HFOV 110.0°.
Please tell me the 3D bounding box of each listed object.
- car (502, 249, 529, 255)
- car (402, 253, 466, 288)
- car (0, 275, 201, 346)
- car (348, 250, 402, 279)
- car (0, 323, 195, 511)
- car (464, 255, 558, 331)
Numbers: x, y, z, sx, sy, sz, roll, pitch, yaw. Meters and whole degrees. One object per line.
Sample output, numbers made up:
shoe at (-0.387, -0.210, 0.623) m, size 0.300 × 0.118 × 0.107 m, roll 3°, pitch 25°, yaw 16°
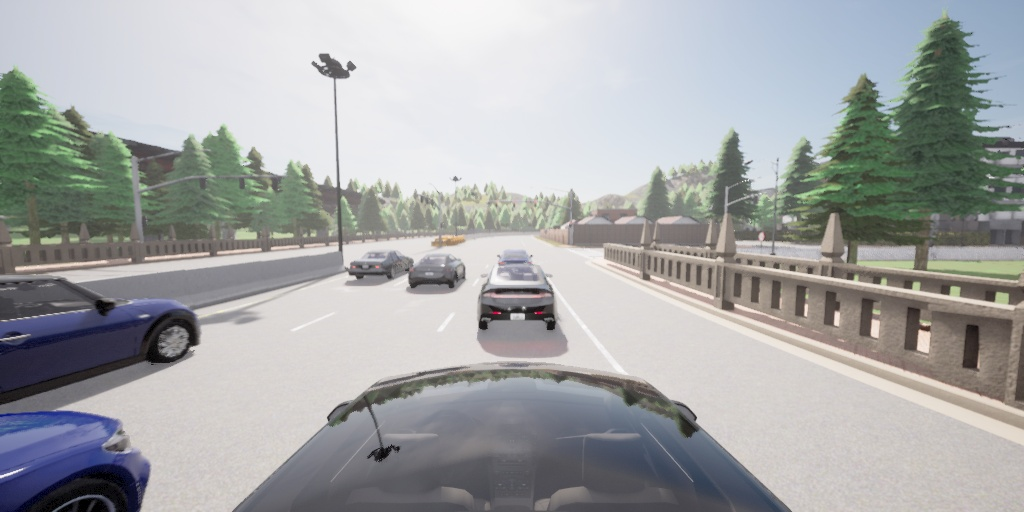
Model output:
car at (0.165, 0.362, 18.905) m, size 1.812 × 1.442 × 4.674 m, roll 0°, pitch 4°, yaw 0°
car at (-3.347, 0.565, 16.635) m, size 1.994 × 1.385 × 4.181 m, roll 0°, pitch 4°, yaw 1°
car at (-6.891, 1.023, 4.799) m, size 2.097 × 1.767 × 4.553 m, roll 0°, pitch 2°, yaw 0°
car at (-6.832, 0.359, 19.250) m, size 2.033 × 1.411 × 5.357 m, roll 0°, pitch 4°, yaw 0°
car at (-3.415, 1.294, 0.465) m, size 1.812 × 1.442 × 4.674 m, roll 0°, pitch 1°, yaw 0°
car at (0.131, 0.939, 9.915) m, size 2.128 × 1.511 × 4.902 m, roll 0°, pitch 3°, yaw 0°
